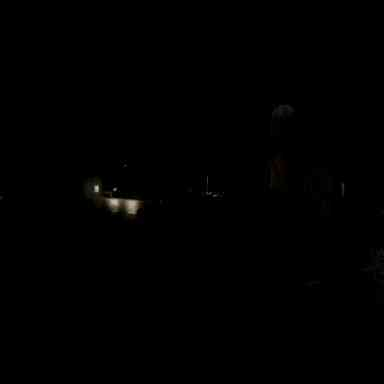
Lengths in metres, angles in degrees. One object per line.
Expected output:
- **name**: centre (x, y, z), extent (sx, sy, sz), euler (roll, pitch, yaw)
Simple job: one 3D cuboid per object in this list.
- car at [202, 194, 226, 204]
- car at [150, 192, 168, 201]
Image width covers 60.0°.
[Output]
- **car**: centre (3.271, 1.075, 51.212), extent (1.994, 1.385, 4.181), euler (-1, 1, -36)
- **car**: centre (-6.534, 0.847, 64.934), extent (1.837, 1.490, 4.892), euler (-1, 1, -36)
